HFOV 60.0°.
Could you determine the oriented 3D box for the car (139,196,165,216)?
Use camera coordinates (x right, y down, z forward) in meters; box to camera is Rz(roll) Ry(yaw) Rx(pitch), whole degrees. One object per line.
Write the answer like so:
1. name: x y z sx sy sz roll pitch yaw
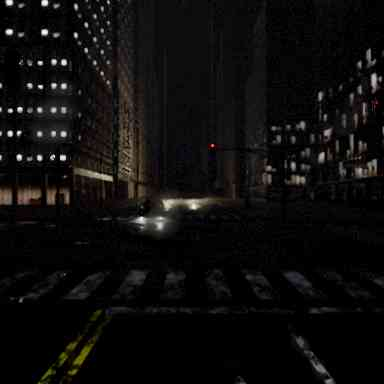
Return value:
1. car: -3.692 1.309 31.566 2.097 1.767 4.553 0 0 -1
